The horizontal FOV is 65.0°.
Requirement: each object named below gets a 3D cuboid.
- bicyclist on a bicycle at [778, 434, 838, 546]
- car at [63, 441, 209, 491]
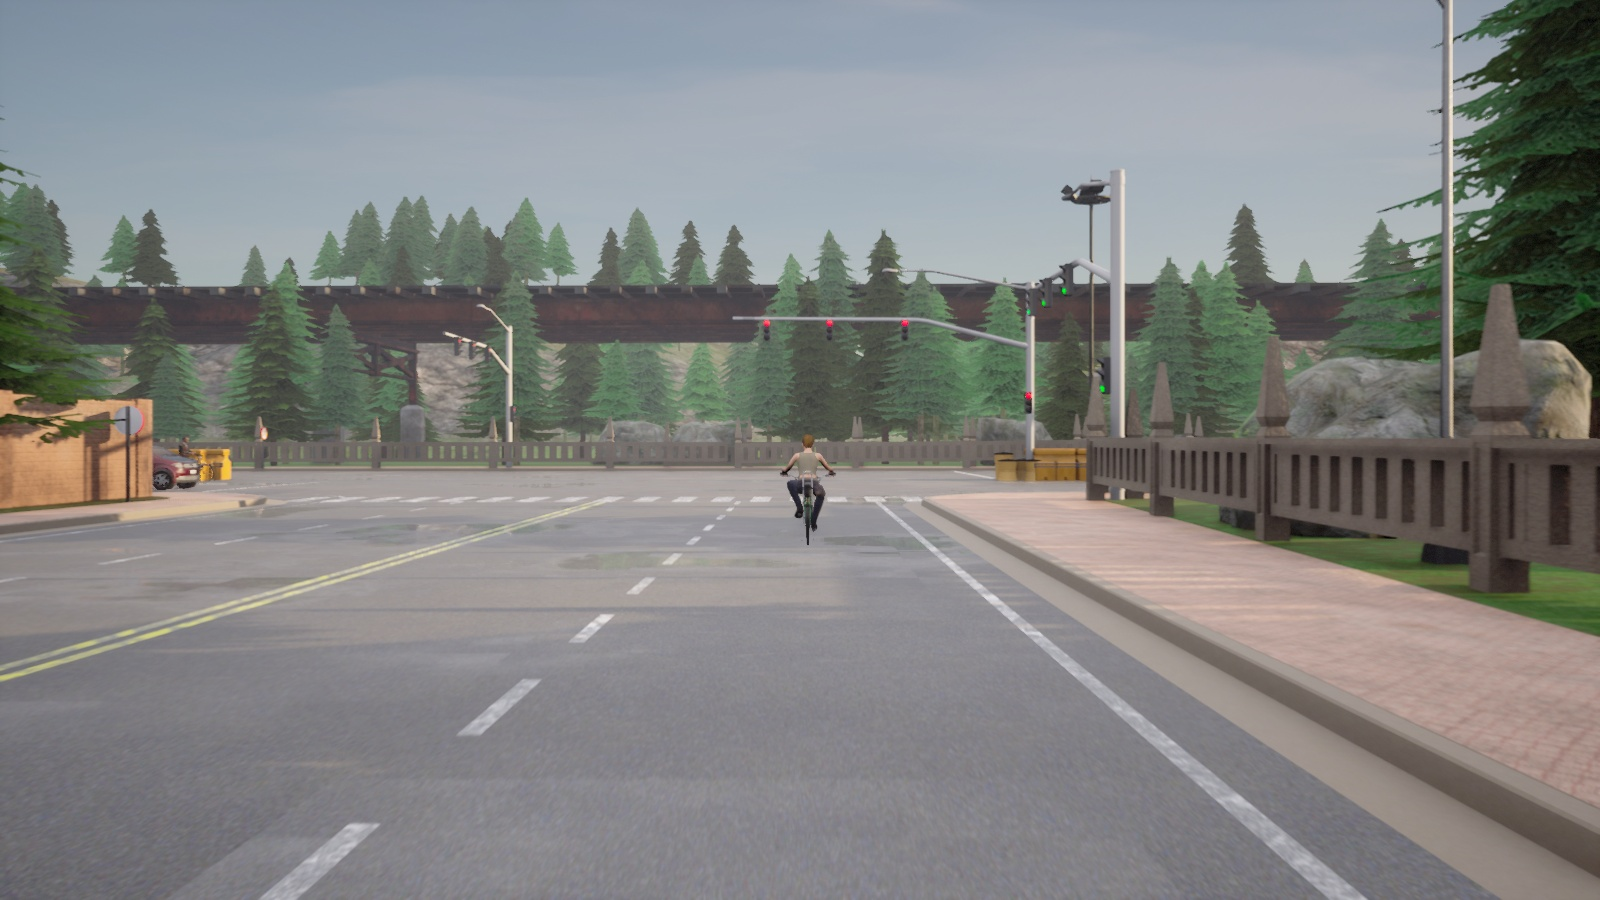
[{"bbox_3d":[0.118,0.577,18.875,0.866,1.612,1.509,0,0,1],"label":"bicyclist on a bicycle"},{"bbox_3d":[-21.133,0.485,40.058,3.705,1.549,1.789,0,0,1],"label":"car"}]
